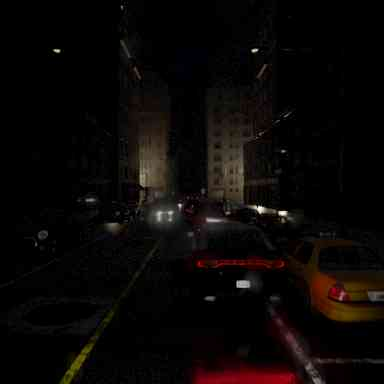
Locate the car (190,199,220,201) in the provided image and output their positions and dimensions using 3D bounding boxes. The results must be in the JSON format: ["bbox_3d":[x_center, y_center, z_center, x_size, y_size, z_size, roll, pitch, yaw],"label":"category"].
[{"bbox_3d":[0.928,1.493,24.339,1.837,1.490,4.892,0,0,0],"label":"car"}]

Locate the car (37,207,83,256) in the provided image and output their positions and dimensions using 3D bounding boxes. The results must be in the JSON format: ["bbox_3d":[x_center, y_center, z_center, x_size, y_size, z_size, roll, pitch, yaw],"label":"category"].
[{"bbox_3d":[-5.664,1.434,12.706,1.967,1.590,4.097,-1,0,0],"label":"car"}]

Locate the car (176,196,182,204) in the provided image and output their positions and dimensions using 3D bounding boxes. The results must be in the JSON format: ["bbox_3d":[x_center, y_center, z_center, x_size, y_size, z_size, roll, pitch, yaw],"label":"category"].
[{"bbox_3d":[-2.922,1.455,61.974,1.837,1.490,4.892,0,0,0],"label":"car"}]

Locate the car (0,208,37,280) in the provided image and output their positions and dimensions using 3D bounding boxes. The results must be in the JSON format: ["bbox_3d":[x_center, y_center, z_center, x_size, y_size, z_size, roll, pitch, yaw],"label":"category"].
[{"bbox_3d":[-5.673,1.312,7.121,2.192,1.841,5.009,-1,0,0],"label":"car"}]

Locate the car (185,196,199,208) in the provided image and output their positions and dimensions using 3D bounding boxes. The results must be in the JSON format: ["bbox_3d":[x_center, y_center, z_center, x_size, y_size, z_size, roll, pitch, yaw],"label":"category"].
[{"bbox_3d":[0.076,1.569,46.267,1.895,1.301,4.718,0,0,1],"label":"car"}]

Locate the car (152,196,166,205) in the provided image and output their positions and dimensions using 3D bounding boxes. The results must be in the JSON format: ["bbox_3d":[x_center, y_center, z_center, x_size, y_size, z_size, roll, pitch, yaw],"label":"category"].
[{"bbox_3d":[-5.604,1.499,57.392,1.887,1.381,4.507,-1,0,0],"label":"car"}]

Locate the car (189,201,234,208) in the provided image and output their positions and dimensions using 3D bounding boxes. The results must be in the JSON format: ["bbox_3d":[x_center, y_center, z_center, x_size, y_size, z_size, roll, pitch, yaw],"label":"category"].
[{"bbox_3d":[0.921,1.469,18.340,1.882,1.535,5.008,0,0,0],"label":"car"}]

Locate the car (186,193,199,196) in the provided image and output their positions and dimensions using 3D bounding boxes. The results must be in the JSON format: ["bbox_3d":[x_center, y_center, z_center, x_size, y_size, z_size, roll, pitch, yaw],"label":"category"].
[{"bbox_3d":[0.075,1.173,59.545,2.150,2.045,5.566,0,0,0],"label":"car"}]

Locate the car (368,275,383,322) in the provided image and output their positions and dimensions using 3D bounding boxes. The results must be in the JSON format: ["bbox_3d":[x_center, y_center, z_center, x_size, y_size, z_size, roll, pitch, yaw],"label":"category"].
[{"bbox_3d":[2.856,1.581,1.523,1.802,1.307,4.206,-1,0,0],"label":"car"}]

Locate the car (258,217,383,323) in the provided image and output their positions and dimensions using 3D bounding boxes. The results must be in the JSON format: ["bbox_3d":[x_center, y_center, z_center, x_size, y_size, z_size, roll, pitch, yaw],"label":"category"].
[{"bbox_3d":[2.864,1.522,7.279,1.752,1.417,4.829,-1,0,0],"label":"car"}]

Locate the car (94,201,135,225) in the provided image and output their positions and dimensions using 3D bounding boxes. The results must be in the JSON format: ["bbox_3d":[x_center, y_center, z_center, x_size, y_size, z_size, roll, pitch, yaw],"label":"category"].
[{"bbox_3d":[-5.649,1.428,23.878,1.967,1.590,4.097,-1,0,0],"label":"car"}]

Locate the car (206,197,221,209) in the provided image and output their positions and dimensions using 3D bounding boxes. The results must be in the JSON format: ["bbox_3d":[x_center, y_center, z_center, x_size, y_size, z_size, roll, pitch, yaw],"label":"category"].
[{"bbox_3d":[2.924,1.493,46.380,1.752,1.417,4.829,-1,0,0],"label":"car"}]

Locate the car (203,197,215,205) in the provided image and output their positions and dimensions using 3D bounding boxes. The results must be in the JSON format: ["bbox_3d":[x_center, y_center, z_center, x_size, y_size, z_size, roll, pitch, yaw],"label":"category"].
[{"bbox_3d":[2.941,1.536,57.382,1.802,1.307,4.206,-1,0,0],"label":"car"}]

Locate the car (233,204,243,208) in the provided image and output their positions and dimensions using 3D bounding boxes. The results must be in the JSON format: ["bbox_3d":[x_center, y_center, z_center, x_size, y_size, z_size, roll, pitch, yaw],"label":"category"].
[{"bbox_3d":[2.881,1.557,18.281,1.947,1.339,4.313,-1,0,0],"label":"car"}]

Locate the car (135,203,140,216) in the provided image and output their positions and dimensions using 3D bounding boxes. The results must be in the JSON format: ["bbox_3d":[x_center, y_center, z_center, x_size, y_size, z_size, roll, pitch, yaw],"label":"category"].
[{"bbox_3d":[-5.640,1.566,29.464,1.802,1.307,4.206,-1,0,0],"label":"car"}]

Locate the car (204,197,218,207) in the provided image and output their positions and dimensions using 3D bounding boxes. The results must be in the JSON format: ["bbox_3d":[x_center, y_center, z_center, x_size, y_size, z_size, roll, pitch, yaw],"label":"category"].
[{"bbox_3d":[2.933,1.527,51.796,1.947,1.339,4.313,-1,0,0],"label":"car"}]

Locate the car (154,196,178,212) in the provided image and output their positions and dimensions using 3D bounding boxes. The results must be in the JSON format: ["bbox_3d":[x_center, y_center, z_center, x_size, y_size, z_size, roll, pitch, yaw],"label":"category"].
[{"bbox_3d":[-3.046,1.540,38.418,1.994,1.385,4.181,0,0,0],"label":"car"}]

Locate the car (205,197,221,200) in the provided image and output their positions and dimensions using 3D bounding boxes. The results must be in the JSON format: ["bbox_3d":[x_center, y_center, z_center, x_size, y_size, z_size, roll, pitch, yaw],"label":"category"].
[{"bbox_3d":[2.916,1.525,40.624,2.008,1.369,4.403,-1,0,0],"label":"car"}]

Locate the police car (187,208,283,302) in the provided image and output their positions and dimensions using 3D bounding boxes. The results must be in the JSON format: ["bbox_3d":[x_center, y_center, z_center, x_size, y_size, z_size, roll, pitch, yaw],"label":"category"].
[{"bbox_3d":[0.908,1.421,8.449,1.930,1.638,5.238,0,0,0],"label":"police car"}]
